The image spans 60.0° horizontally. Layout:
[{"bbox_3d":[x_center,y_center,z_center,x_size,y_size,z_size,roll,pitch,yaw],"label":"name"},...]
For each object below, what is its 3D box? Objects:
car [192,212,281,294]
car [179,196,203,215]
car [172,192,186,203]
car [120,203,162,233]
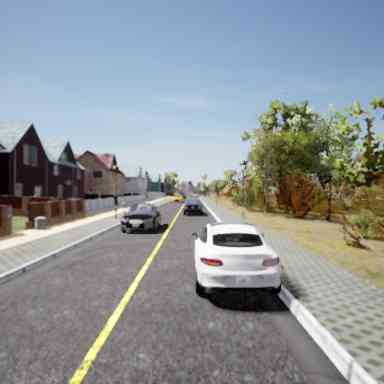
[{"bbox_3d":[0.972,1.486,8.561,1.812,1.442,4.674,0,0,0],"label":"car"},{"bbox_3d":[0.086,1.400,32.185,2.033,1.411,5.357,0,0,0],"label":"car"},{"bbox_3d":[-2.707,1.187,61.708,1.882,1.535,5.008,0,0,1],"label":"car"},{"bbox_3d":[-2.824,1.405,19.190,2.128,1.511,4.902,0,0,0],"label":"car"}]
